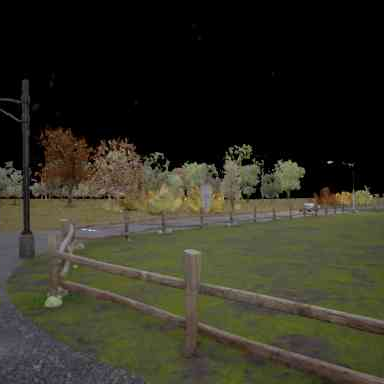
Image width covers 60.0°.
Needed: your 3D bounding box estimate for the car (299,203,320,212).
[{"bbox_3d":[18.813,2.449,53.015,2.033,1.411,5.357,-1,-2,40],"label":"car"}]
